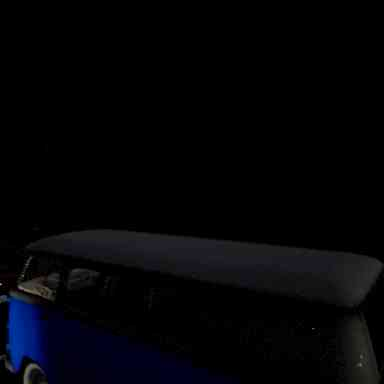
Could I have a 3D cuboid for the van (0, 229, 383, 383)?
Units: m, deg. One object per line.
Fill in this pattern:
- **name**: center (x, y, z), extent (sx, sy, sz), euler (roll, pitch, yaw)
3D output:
- **van**: center (-0.212, 1.343, 3.228), extent (3.998, 1.788, 1.690), euler (0, 0, 35)
